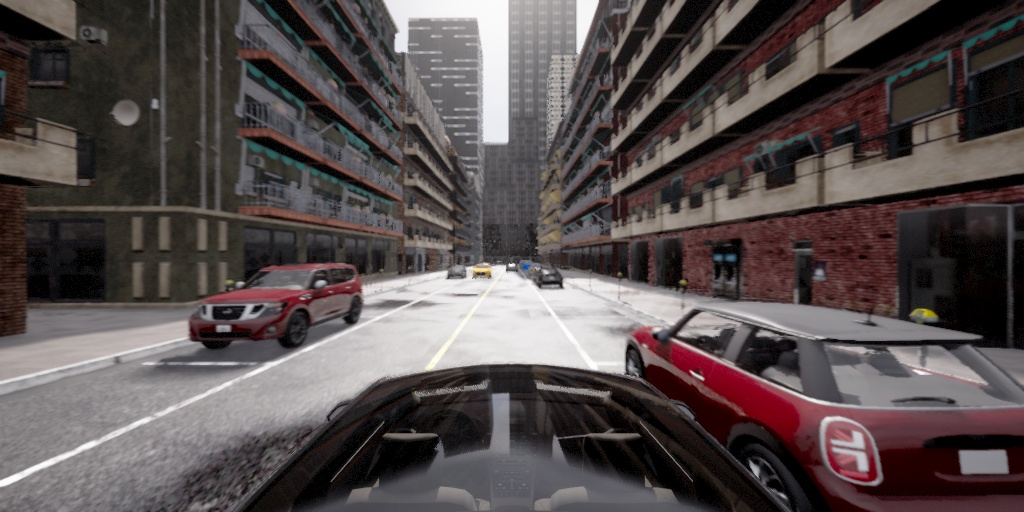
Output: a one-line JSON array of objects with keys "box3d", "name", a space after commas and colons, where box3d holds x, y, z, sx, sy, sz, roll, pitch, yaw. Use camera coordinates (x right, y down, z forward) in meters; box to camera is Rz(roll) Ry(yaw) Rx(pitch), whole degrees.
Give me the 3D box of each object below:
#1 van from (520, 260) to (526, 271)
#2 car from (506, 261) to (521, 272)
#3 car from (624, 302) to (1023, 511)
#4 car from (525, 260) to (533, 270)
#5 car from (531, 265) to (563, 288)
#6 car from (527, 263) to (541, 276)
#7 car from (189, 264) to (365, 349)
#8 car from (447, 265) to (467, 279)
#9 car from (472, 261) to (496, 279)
[{"box3d": [2.679, 1.639, 59.985, 1.690, 1.789, 3.998, 0, 0, 0], "name": "van"}, {"box3d": [-0.008, 1.826, 56.170, 1.994, 1.385, 4.181, 0, 0, 0], "name": "car"}, {"box3d": [2.688, 1.211, 3.968, 1.967, 1.591, 4.097, 0, 0, 0], "name": "car"}, {"box3d": [2.992, 1.604, 44.187, 1.801, 1.575, 5.366, 0, -1, 0], "name": "car"}, {"box3d": [2.685, 1.547, 26.374, 1.948, 1.339, 4.313, 0, 0, 0], "name": "car"}, {"box3d": [2.684, 1.584, 31.977, 2.007, 1.370, 4.403, 0, 0, 0], "name": "car"}, {"box3d": [-5.693, 1.139, 9.597, 2.192, 1.841, 5.009, 0, 0, 0], "name": "car"}, {"box3d": [-5.698, 1.637, 37.605, 2.007, 1.370, 4.403, 0, 0, 0], "name": "car"}, {"box3d": [-3.094, 1.571, 38.335, 1.882, 1.535, 5.008, 0, -1, 0], "name": "car"}]
